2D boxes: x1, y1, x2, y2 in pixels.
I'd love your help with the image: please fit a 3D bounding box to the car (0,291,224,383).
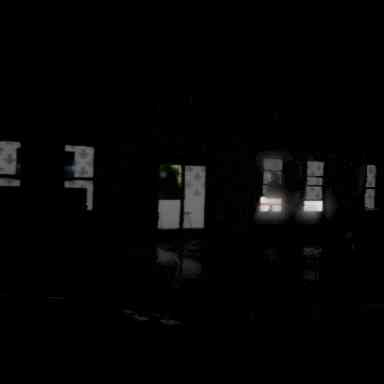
[{"bbox_3d":[-1.793,1.441,2.183,4.206,1.307,1.802,1,2,-21],"label":"car"}]
